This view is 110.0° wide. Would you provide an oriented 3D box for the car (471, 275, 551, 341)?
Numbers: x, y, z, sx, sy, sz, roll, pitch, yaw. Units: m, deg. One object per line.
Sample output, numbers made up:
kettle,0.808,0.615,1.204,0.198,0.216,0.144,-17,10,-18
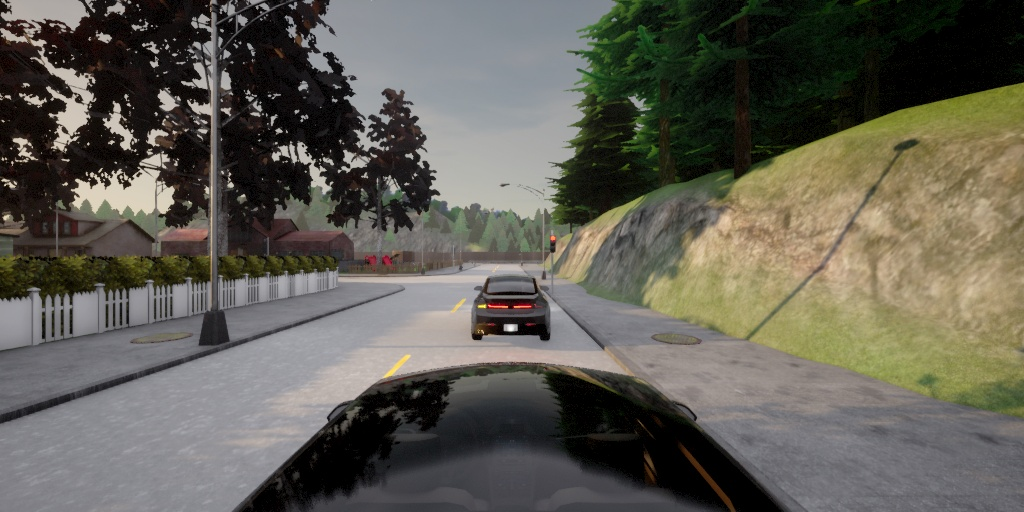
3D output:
car,-0.017,1.255,9.933,1.837,1.490,4.892,0,0,0
